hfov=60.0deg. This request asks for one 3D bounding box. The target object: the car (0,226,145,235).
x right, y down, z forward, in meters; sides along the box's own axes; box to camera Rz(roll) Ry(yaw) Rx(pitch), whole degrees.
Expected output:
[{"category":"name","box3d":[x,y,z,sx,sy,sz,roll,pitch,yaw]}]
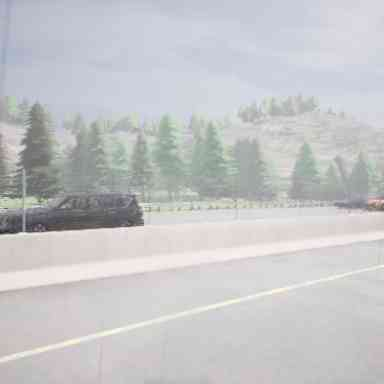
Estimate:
[{"category":"car","box3d":[-4.643,1.038,13.497,5.566,2.045,2.150,0,1,-34]}]
